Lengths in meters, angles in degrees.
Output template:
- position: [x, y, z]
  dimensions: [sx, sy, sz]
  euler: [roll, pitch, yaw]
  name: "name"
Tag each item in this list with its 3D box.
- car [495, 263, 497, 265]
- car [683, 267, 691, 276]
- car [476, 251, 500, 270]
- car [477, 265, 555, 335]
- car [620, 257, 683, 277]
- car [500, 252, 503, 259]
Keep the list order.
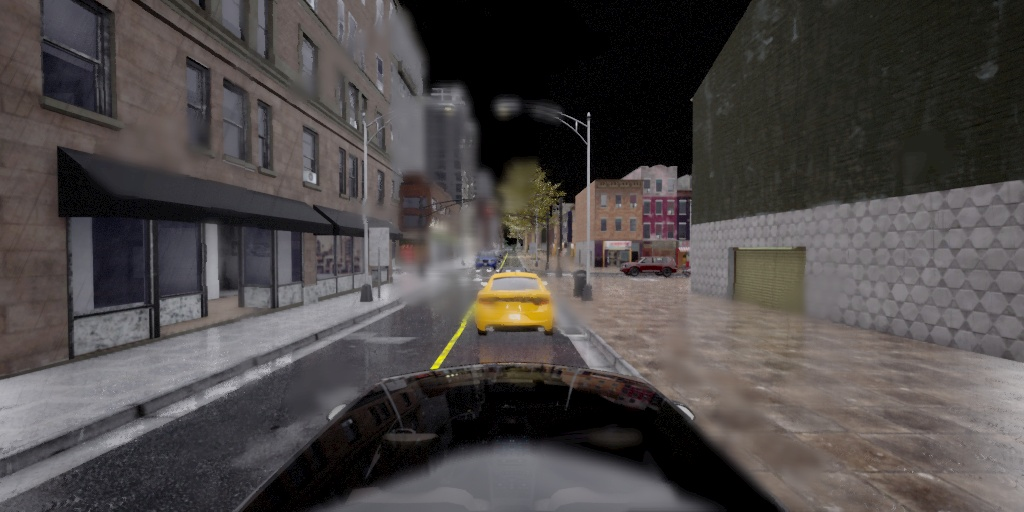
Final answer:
- position: [0.071, 1.250, 19.909]
  dimensions: [1.895, 1.301, 4.718]
  euler: [0, 1, 0]
  name: "car"
- position: [18.109, 1.296, 33.449]
  dimensions: [4.207, 1.307, 1.802]
  euler: [0, 0, 0]
  name: "car"
- position: [-2.842, 0.482, 40.940]
  dimensions: [2.150, 2.045, 5.566]
  euler: [0, 1, 0]
  name: "car"
- position: [0.097, 1.206, 10.467]
  dimensions: [1.882, 1.535, 5.008]
  euler: [0, 0, 0]
  name: "car"
- position: [12.707, 0.952, 33.441]
  dimensions: [5.009, 1.841, 2.192]
  euler: [0, 0, 0]
  name: "car"
- position: [-2.830, 0.298, 57.035]
  dimensions: [2.128, 1.511, 4.902]
  euler: [0, 2, 0]
  name: "car"
